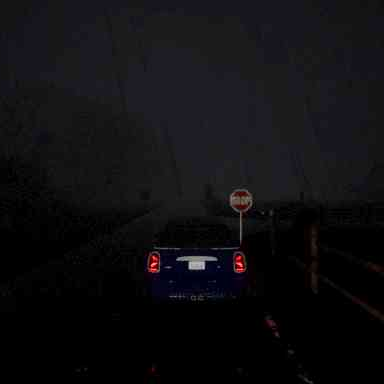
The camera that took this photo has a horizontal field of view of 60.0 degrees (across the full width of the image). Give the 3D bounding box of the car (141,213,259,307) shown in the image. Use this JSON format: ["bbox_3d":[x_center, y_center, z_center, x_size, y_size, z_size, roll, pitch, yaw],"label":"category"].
[{"bbox_3d":[0.083,1.352,8.161,2.097,1.767,4.553,0,0,0],"label":"car"}]

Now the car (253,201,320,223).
[{"bbox_3d":[6.969,1.446,24.772,5.008,1.535,1.882,0,-1,-9],"label":"car"}]
